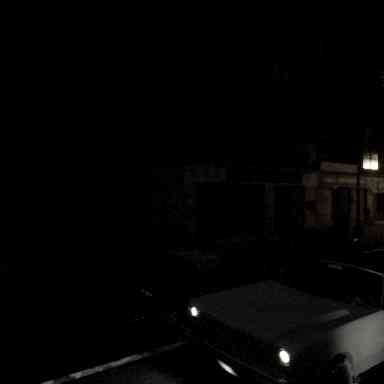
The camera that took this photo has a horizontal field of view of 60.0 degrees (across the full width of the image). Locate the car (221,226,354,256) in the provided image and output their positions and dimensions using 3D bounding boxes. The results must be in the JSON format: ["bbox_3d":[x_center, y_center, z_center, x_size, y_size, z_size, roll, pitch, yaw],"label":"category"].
[{"bbox_3d":[2.734,1.608,8.715,4.507,1.381,1.887,1,0,-35],"label":"car"}]

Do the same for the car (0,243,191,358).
[{"bbox_3d":[-1.880,1.579,5.424,4.313,1.339,1.947,1,0,-35],"label":"car"}]

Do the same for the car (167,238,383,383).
[{"bbox_3d":[2.188,1.641,4.938,4.718,1.301,1.895,1,0,-35],"label":"car"}]
